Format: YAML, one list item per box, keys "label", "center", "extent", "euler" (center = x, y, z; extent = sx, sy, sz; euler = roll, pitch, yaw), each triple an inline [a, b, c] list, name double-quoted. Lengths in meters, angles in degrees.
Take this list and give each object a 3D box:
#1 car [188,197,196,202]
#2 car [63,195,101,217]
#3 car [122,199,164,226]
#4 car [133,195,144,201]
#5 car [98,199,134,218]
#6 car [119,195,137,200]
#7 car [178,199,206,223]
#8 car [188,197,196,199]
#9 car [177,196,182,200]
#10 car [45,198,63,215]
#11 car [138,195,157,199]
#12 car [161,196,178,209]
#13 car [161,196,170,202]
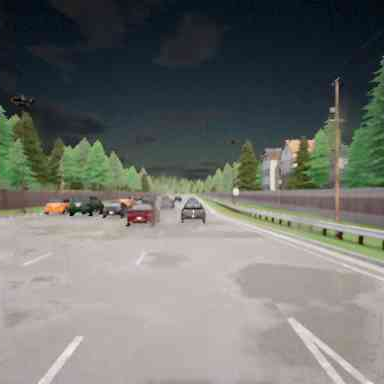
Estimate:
- label: "car"
  center: [-0.004, 1.843, 82.589]
  extent: [1.895, 1.301, 4.718]
  euler: [0, 0, 0]
- label: "car"
  center: [-10.401, 1.322, 33.045]
  extent: [2.150, 2.045, 5.566]
  euler: [0, 0, 0]
- label: "car"
  center: [-3.402, 1.550, 23.958]
  extent: [1.882, 1.535, 5.008]
  euler: [0, 0, 0]
- label: "car"
  center: [-14.005, 1.635, 87.563]
  extent: [2.033, 1.411, 5.357]
  euler: [0, 0, 0]
- label: "car"
  center: [-6.915, 1.618, 30.773]
  extent: [1.812, 1.442, 4.674]
  euler: [0, 0, 0]
- label: "car"
  center: [-10.402, 1.509, 52.218]
  extent: [2.097, 1.767, 4.553]
  euler: [0, 0, 0]
- label: "car"
  center: [0.098, 1.572, 26.589]
  extent: [2.128, 1.511, 4.902]
  euler: [0, 0, 0]
- label: "car"
  center: [0.098, 1.689, 46.937]
  extent: [2.033, 1.411, 5.357]
  euler: [0, 0, 0]
- label: "car"
  center: [-3.504, 1.747, 82.143]
  extent: [1.837, 1.490, 4.892]
  euler: [0, 0, 0]
- label: "car"
  center: [-13.903, 1.459, 35.668]
  extent: [2.097, 1.767, 4.553]
  euler: [0, 0, 0]
- label: "car"
  center: [-6.902, 1.663, 52.507]
  extent: [1.837, 1.490, 4.892]
  euler: [0, 0, 0]
- label: "car"
  center: [-3.402, 1.688, 46.855]
  extent: [2.033, 1.411, 5.357]
  euler: [0, 0, 0]
- label: "car"
  center: [-7.005, 1.763, 87.559]
  extent: [1.837, 1.490, 4.892]
  euler: [0, 0, 0]
